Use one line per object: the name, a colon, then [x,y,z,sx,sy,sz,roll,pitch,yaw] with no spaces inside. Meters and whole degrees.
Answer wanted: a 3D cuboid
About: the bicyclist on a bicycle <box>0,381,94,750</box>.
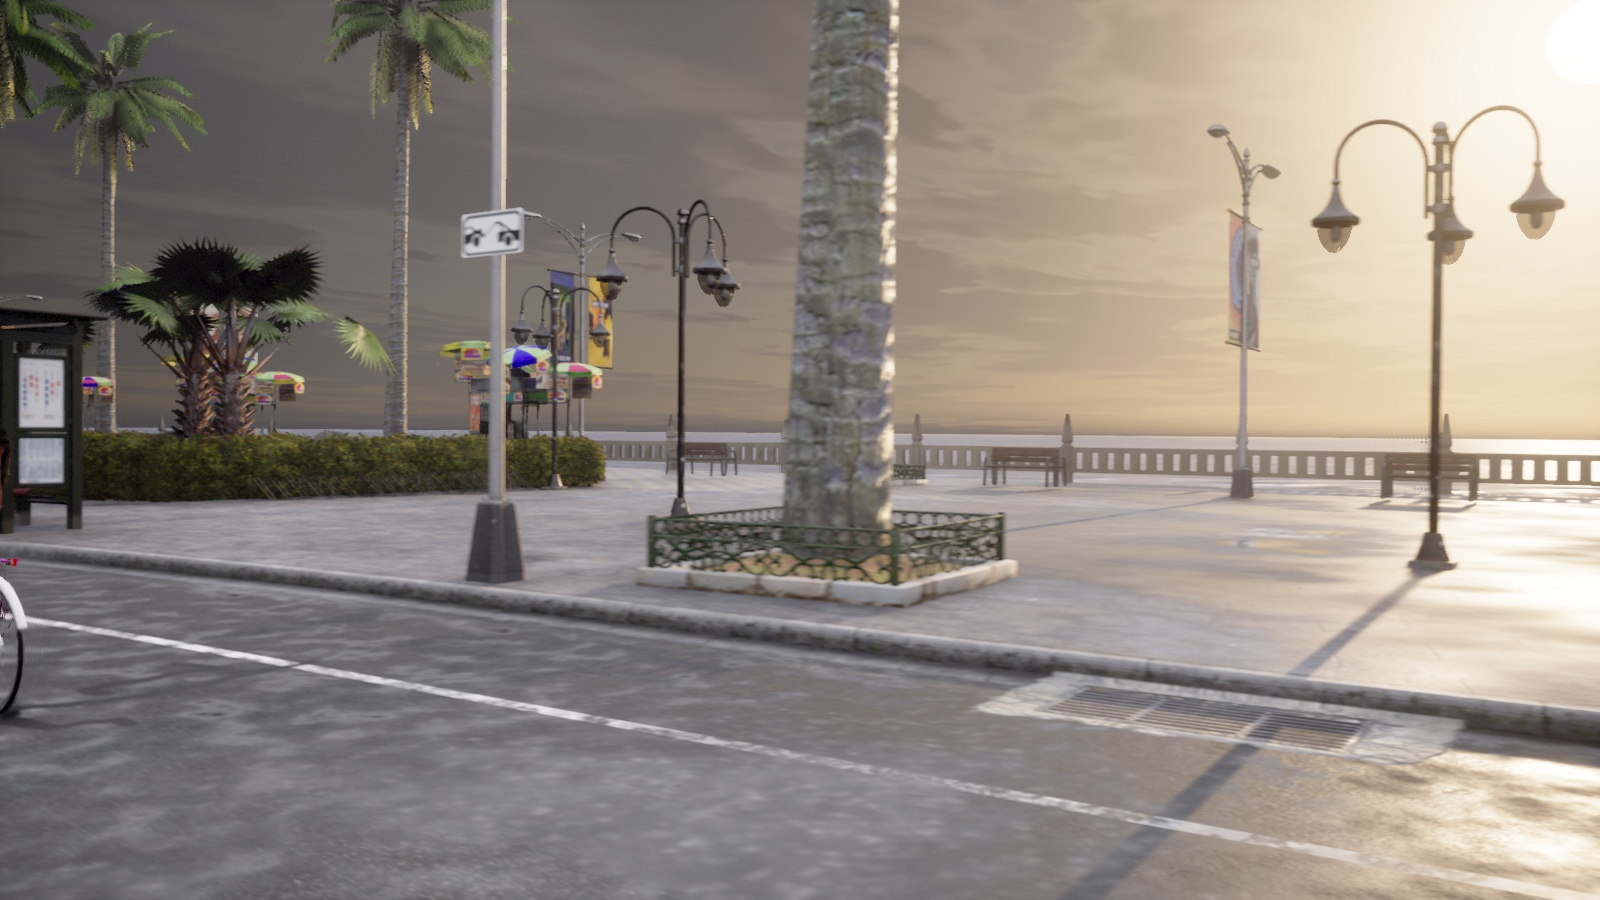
bicyclist on a bicycle: [-4.573,0.552,6.625,1.843,1.776,0.659,0,1,32]
